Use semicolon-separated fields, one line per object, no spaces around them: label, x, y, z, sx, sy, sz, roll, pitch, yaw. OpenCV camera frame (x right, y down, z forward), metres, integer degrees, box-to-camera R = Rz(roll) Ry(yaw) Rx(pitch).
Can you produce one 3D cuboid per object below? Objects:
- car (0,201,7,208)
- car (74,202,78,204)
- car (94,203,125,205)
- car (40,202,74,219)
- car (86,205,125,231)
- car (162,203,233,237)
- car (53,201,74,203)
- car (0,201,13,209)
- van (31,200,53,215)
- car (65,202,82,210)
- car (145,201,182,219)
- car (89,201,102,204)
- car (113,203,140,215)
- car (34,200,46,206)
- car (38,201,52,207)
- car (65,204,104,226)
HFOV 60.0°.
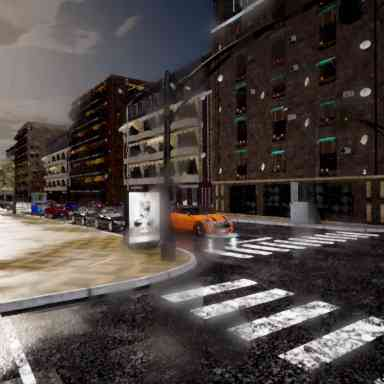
car;-44.459;2.862;77.450;1.887;1.381;4.507;-2;0;-36
car;-19.163;2.280;52.318;1.812;1.442;4.674;-1;-1;-36
car;-6.741;1.951;29.640;2.033;1.411;5.357;-1;-1;-36
car;-14.776;2.115;36.185;1.887;1.381;4.507;-2;0;-36
car;-5.449;1.888;23.186;2.008;1.369;4.403;-2;0;-36
car;0.342;1.580;19.891;2.097;1.767;4.553;-1;-1;-37
car;-18.220;2.292;45.648;1.895;1.301;4.718;-1;-1;-35
car;-37.940;2.704;68.419;2.008;1.369;4.403;-2;0;-36
van;-19.687;2.035;43.077;1.690;1.788;3.998;-2;0;-36
car;-21.365;2.424;59.776;1.802;1.307;4.206;-2;0;-36
car;-3.016;1.824;34.571;1.967;1.590;4.097;-2;0;-36
car;-14.846;2.119;50.748;1.967;1.590;4.097;-2;0;-36
car;-8.264;2.097;41.761;1.802;1.307;4.206;-2;0;-36
car;-37.664;2.797;82.355;1.887;1.381;4.507;-2;0;-36
car;-34.404;2.736;77.839;1.947;1.339;4.313;-2;0;-36
car;-8.709;1.969;27.702;2.008;1.369;4.403;-2;0;-36
